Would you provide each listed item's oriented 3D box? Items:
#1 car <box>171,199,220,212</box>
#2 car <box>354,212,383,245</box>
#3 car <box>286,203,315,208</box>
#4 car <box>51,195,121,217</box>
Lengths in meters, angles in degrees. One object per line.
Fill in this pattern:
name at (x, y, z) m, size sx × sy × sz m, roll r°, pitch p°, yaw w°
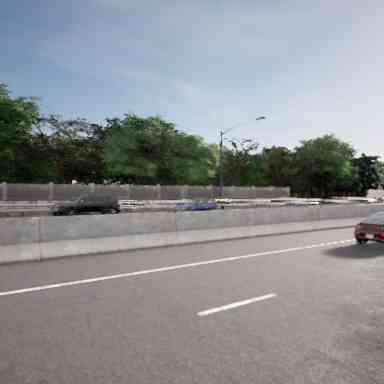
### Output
car at (0.354, 1.392, 29.988) m, size 4.553 × 1.767 × 2.097 m, roll 0°, pitch 0°, yaw -35°
car at (8.816, 1.559, 14.326) m, size 4.674 × 1.442 × 1.812 m, roll 0°, pitch 0°, yaw -35°
car at (8.813, 1.620, 27.365) m, size 4.181 × 1.385 × 1.994 m, roll 0°, pitch 0°, yaw -35°
car at (-8.731, 1.240, 27.849) m, size 5.566 × 2.045 × 2.150 m, roll 0°, pitch 0°, yaw -35°
